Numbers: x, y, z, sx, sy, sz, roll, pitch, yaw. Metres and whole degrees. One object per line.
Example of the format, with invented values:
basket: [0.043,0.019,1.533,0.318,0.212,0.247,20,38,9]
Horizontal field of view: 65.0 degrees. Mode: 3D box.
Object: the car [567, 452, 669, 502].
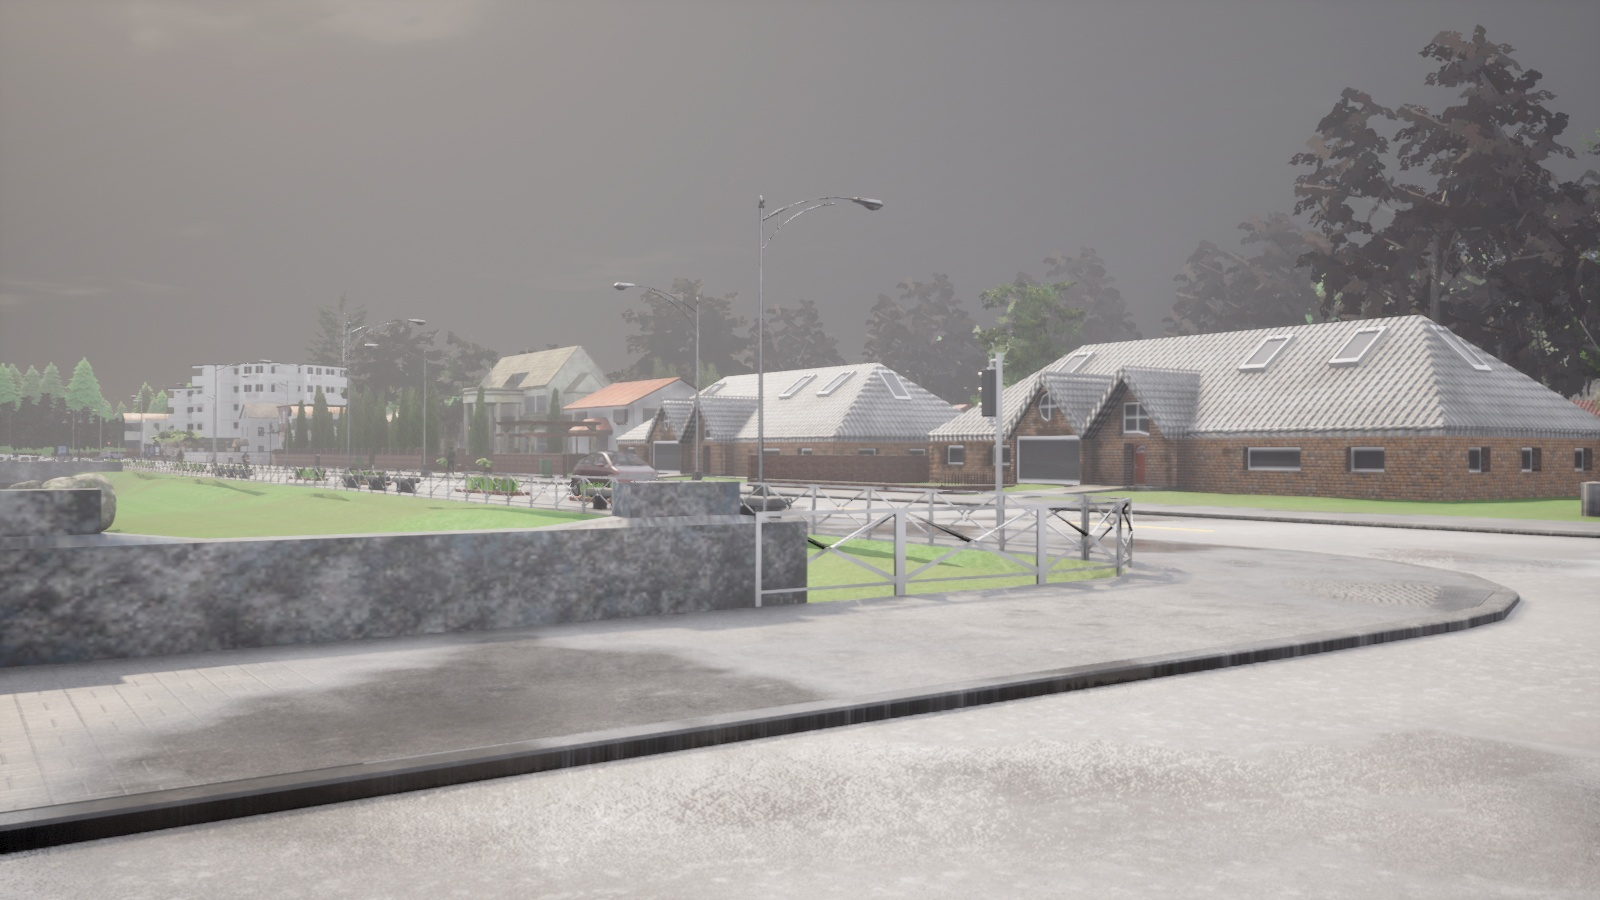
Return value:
car: [-5.946,0.852,40.742,1.789,1.549,3.705,0,0,-35]
